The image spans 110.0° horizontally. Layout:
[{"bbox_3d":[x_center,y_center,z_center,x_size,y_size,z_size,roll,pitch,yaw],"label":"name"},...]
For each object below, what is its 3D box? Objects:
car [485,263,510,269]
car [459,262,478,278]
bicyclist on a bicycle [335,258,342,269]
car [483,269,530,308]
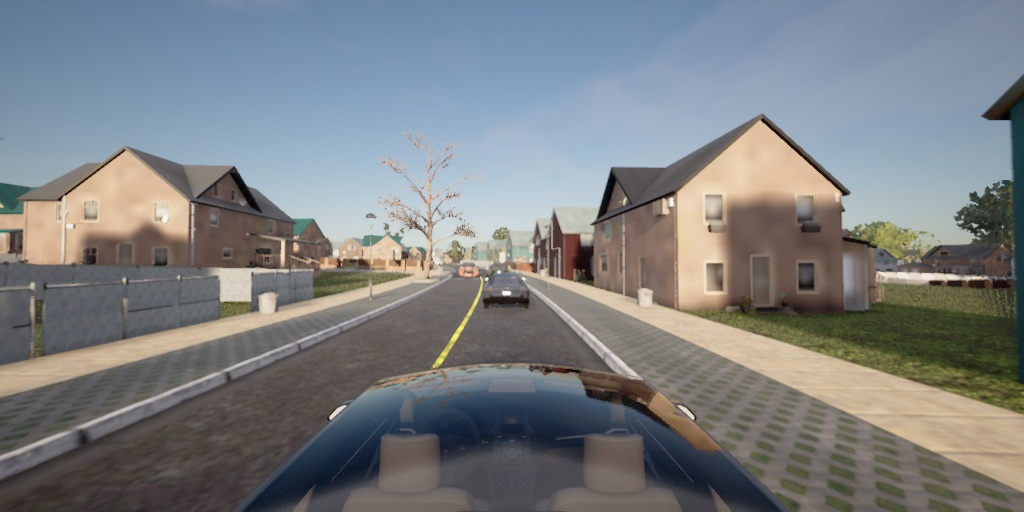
[{"bbox_3d":[-1.205,1.388,31.036,2.097,1.767,4.553,0,-1,-5],"label":"car"},{"bbox_3d":[-4.871,1.475,40.331,2.097,1.767,4.553,0,0,-6],"label":"car"},{"bbox_3d":[-24.800,1.096,51.266,0.582,1.620,1.656,1,-1,4],"label":"bicyclist on a bicycle"},{"bbox_3d":[-0.290,1.456,16.206,1.994,1.385,4.181,0,-1,-2],"label":"car"}]
